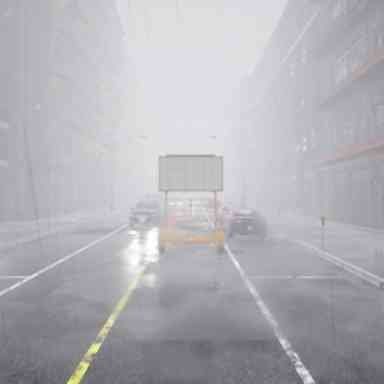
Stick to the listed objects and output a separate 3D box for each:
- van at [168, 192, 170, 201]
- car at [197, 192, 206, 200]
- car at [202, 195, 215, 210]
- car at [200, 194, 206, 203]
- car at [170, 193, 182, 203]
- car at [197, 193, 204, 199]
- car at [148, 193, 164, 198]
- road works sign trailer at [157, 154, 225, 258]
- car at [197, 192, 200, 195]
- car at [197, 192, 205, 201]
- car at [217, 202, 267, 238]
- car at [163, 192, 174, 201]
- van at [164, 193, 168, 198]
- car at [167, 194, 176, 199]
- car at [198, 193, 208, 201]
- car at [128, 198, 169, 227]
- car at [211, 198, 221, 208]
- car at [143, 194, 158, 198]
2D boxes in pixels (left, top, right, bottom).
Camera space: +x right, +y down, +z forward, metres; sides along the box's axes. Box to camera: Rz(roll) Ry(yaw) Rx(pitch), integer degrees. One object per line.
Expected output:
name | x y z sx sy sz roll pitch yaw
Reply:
van | -5.418 1.054 61.049 1.690 1.788 3.998 1 0 0
car | 2.382 0.971 83.127 2.192 1.841 5.009 1 0 0
car | 2.504 1.341 38.881 1.887 1.381 4.507 1 0 0
car | 2.492 1.324 44.412 2.008 1.369 4.403 1 0 0
car | -2.913 1.310 62.258 1.895 1.301 4.718 0 0 1
car | 2.355 1.078 94.191 1.967 1.590 4.097 1 0 0
car | -5.382 1.088 44.458 2.192 1.841 5.009 2 0 0
road works sign trailer | -0.038 0.389 12.417 2.380 3.560 2.880 0 0 0
car | 2.446 1.242 66.534 1.887 1.381 4.507 1 0 0
car | 2.457 1.258 61.004 1.887 1.381 4.507 1 0 0
car | 2.550 1.446 16.759 1.887 1.381 4.507 1 0 0
car | -5.452 0.983 77.639 2.192 1.841 5.009 1 0 0
van | -5.406 1.071 55.517 1.690 1.788 3.998 2 0 0
car | -5.482 1.211 88.702 1.947 1.339 4.313 1 0 0
car | 2.444 1.123 72.066 1.967 1.590 4.097 1 0 0
car | -2.894 1.366 21.785 2.128 1.511 4.902 0 0 0
car | 2.539 1.397 22.461 1.752 1.417 4.829 1 0 0
car | -5.376 1.322 38.757 1.752 1.417 4.829 2 0 0
